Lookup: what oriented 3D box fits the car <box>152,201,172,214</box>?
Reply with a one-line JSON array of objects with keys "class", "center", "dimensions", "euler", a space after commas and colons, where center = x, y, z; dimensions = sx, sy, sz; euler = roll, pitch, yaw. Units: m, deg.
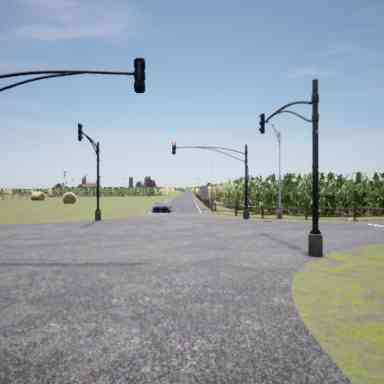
[{"class": "car", "center": [-3.152, 1.589, 35.386], "dimensions": [1.895, 1.301, 4.718], "euler": [0, 0, -1]}]
